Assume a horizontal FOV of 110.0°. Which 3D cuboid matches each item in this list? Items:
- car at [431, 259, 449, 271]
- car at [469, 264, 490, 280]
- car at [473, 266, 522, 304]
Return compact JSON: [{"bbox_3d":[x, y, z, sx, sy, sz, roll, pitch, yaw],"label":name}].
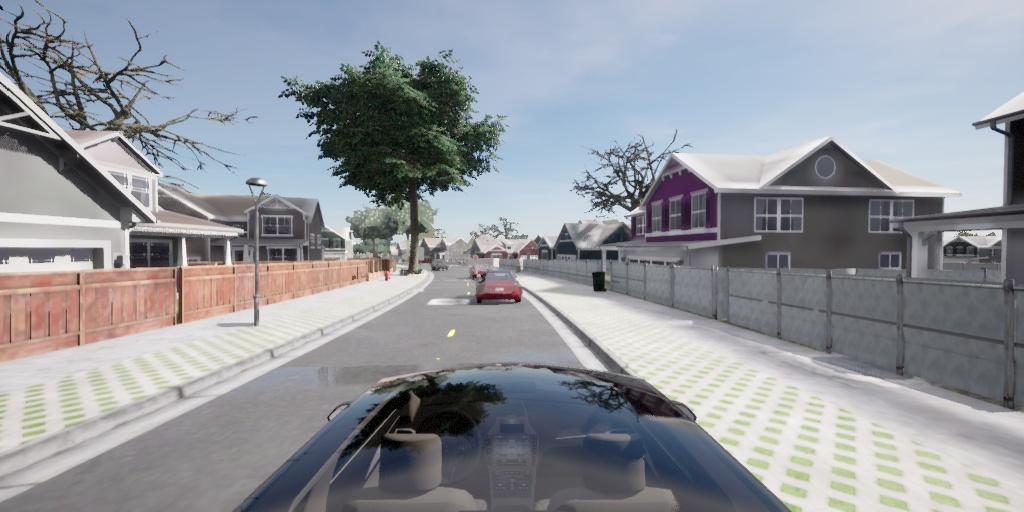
[{"bbox_3d":[-10.195,1.239,50.400,2.097,1.767,4.553,0,0,-17],"label":"car"},{"bbox_3d":[-2.739,1.387,31.629,1.895,1.301,4.718,0,0,-10],"label":"car"},{"bbox_3d":[-0.686,1.327,16.617,1.994,1.385,4.181,0,0,-5],"label":"car"}]
